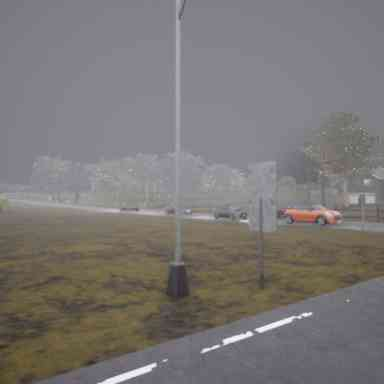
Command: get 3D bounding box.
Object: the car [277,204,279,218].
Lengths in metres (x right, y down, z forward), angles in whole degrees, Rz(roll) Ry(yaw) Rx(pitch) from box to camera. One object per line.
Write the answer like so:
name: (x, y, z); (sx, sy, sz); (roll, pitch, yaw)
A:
car: (8.689, 1.972, 33.401); (1.882, 1.535, 5.008); (-1, -1, -35)

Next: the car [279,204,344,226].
car: (9.756, 1.729, 26.838); (2.097, 1.767, 4.553); (-1, -1, -35)

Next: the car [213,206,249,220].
car: (4.057, 2.178, 34.914); (1.994, 1.385, 4.181); (-1, -1, -35)

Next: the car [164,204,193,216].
car: (-1.799, 2.322, 43.219); (2.128, 1.511, 4.902); (-1, -1, -35)

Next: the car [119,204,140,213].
car: (-10.545, 2.742, 55.756); (1.895, 1.301, 4.718); (-1, -1, -35)
